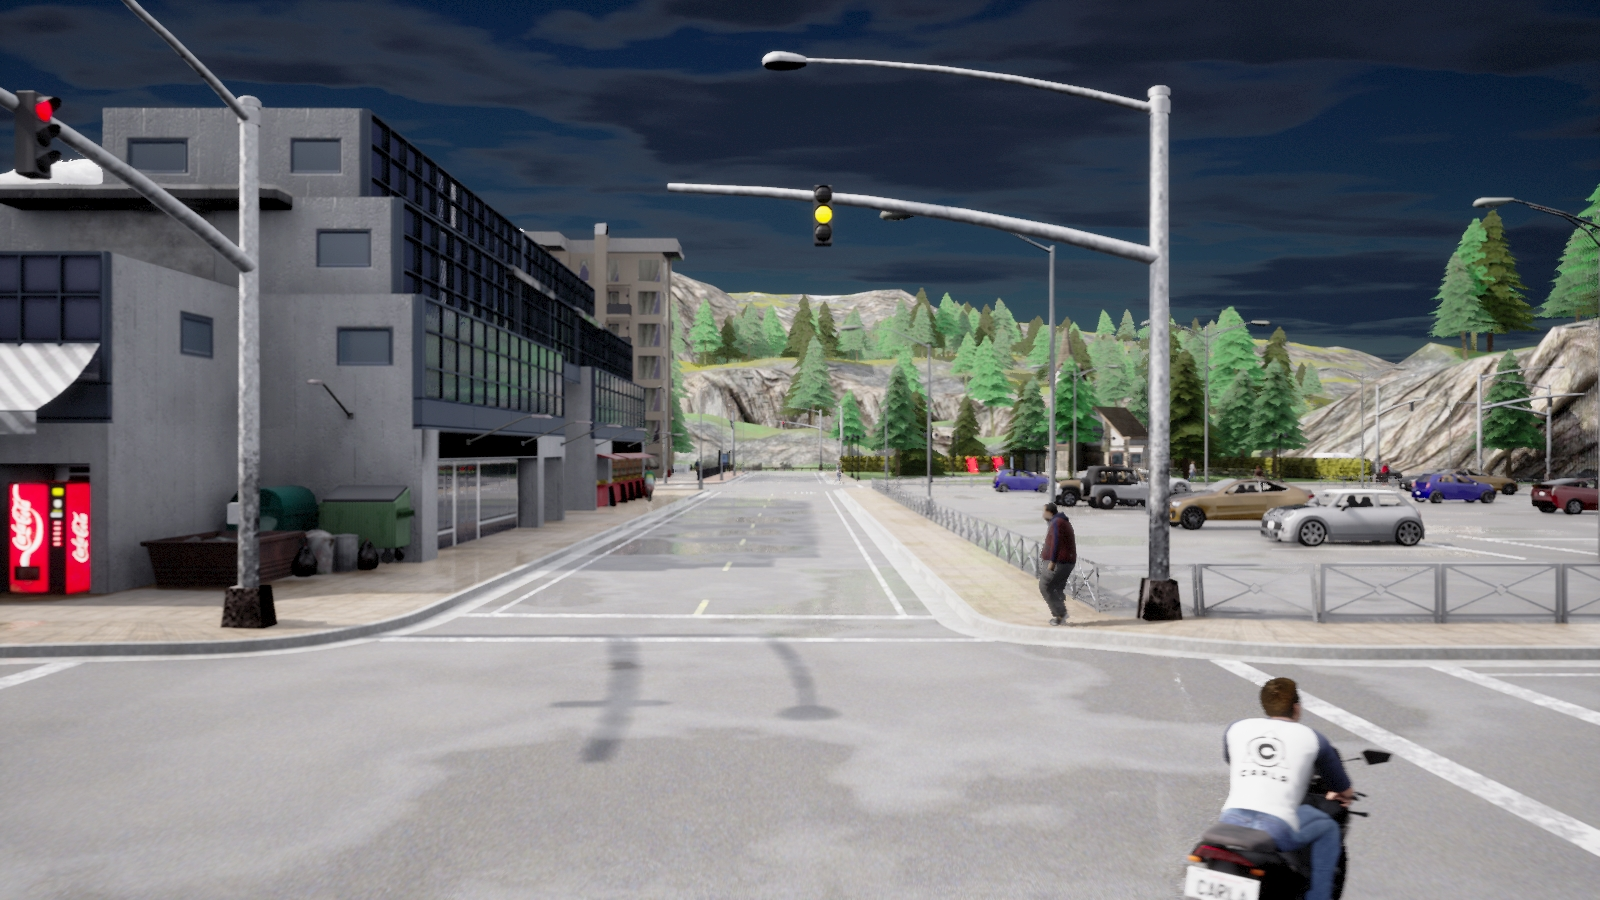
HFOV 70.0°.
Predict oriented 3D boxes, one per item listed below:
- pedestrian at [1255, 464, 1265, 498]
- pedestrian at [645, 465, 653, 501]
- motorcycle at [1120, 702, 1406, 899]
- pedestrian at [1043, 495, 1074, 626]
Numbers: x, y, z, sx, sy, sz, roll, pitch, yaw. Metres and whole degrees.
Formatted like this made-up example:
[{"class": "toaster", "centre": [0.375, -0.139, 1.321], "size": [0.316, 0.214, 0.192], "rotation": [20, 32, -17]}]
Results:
[{"class": "pedestrian", "centre": [24.960, 1.666, 61.990], "size": [0.375, 1.860, 0.375], "rotation": [0, 0, -7]}, {"class": "pedestrian", "centre": [-7.736, 1.681, 58.641], "size": [0.375, 1.860, 0.375], "rotation": [0, 0, -2]}, {"class": "motorcycle", "centre": [2.378, 2.062, 5.690], "size": [0.803, 1.145, 2.033], "rotation": [0, 0, 38]}, {"class": "pedestrian", "centre": [3.774, 1.603, 16.669], "size": [0.375, 1.860, 0.375], "rotation": [0, 0, 23]}]
